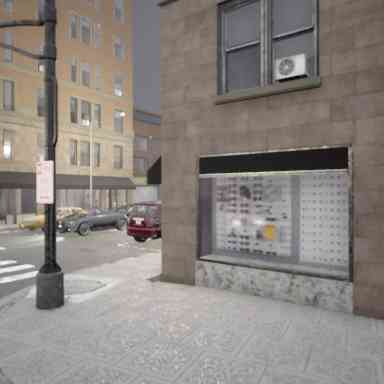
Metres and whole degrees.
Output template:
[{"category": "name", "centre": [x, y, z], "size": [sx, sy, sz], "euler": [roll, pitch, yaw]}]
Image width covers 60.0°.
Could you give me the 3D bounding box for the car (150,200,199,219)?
[{"category": "car", "centre": [-1.435, 1.504, 29.427], "size": [1.752, 1.417, 4.829], "euler": [0, 0, 35]}]

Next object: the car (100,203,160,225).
[{"category": "car", "centre": [-4.564, 1.556, 24.922], "size": [1.947, 1.339, 4.313], "euler": [0, 0, 35]}]

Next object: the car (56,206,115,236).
[{"category": "car", "centre": [-5.587, 1.563, 18.615], "size": [1.994, 1.385, 4.181], "euler": [0, 0, 35]}]

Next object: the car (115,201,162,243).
[{"category": "car", "centre": [-0.802, 1.310, 15.391], "size": [2.192, 1.841, 5.009], "euler": [0, 0, 35]}]

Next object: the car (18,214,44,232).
[{"category": "car", "centre": [-7.887, 1.527, 20.137], "size": [1.752, 1.417, 4.829], "euler": [0, 0, 35]}]
